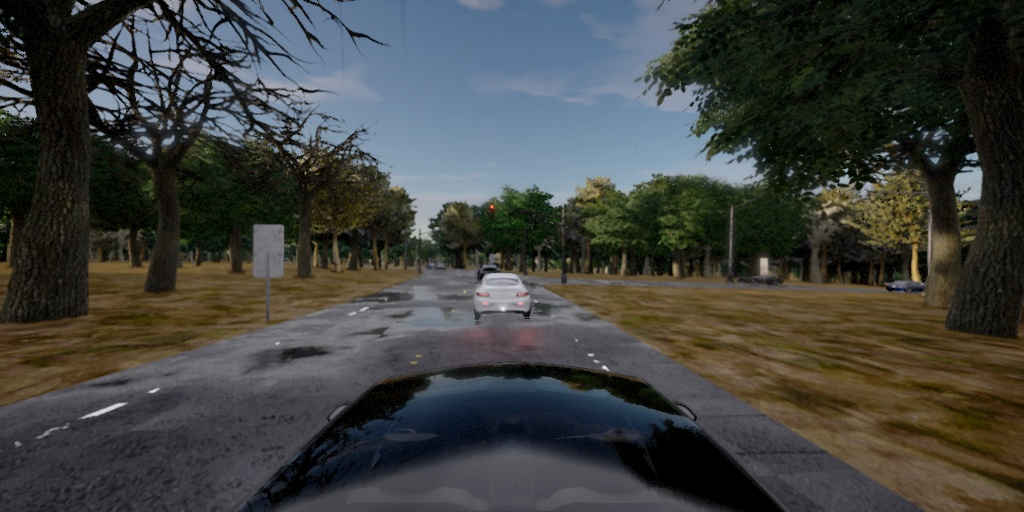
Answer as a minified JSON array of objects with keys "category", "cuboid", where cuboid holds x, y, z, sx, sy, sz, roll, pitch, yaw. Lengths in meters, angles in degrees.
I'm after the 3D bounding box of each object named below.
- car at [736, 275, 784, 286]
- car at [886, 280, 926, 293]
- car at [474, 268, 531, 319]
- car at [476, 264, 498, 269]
[{"category":"car","cuboid":[29.264,2.870,42.384,4.718,1.301,1.895,2,-1,-7]},{"category":"car","cuboid":[44.990,3.461,40.604,4.181,1.385,1.994,3,-1,-7]},{"category":"car","cuboid":[-0.387,1.328,12.938,1.812,1.442,4.674,0,0,-3]},{"category":"car","cuboid":[-2.022,1.434,30.450,1.837,1.490,4.892,1,-1,-7]}]
